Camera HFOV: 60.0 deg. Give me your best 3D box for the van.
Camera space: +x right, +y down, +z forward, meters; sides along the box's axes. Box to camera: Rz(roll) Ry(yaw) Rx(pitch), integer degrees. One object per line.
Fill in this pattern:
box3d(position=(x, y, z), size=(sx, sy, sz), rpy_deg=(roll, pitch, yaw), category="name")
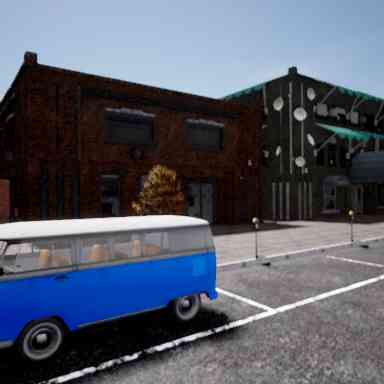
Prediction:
box3d(position=(-1.441, 1.335, 5.543), size=(3.998, 1.788, 1.690), rpy_deg=(0, 0, -36), category="van")
